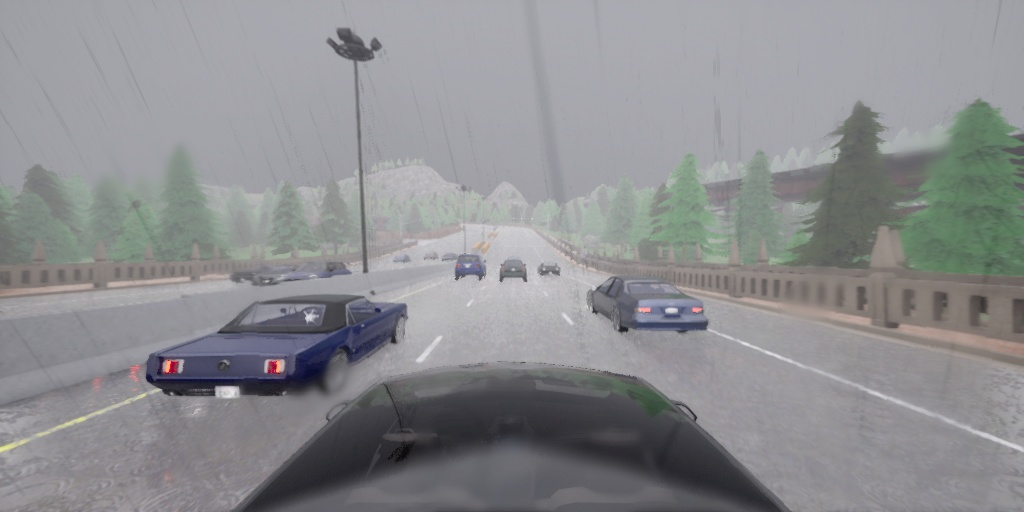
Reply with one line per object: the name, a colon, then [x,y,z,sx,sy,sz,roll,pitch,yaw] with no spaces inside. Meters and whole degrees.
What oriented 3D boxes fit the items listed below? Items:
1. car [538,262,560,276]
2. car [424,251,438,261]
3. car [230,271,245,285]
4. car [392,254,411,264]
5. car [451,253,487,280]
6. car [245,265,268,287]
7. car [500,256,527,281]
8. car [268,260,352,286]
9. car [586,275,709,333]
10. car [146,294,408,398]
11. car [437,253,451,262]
car: [3.599,1.262,35.683,1.895,1.301,4.718,0,0,0]
car: [-14.032,-0.065,62.440,1.812,1.442,4.674,0,5,1]
car: [-17.597,1.290,25.711,1.895,1.301,4.718,0,0,0]
car: [-17.529,0.401,57.199,1.812,1.442,4.674,0,5,1]
car: [-3.401,0.896,30.122,2.150,2.045,5.566,0,0,0]
car: [-14.097,1.261,22.590,1.994,1.385,4.181,0,0,0]
car: [0.099,1.032,29.238,2.097,1.767,4.553,0,0,0]
car: [-10.597,1.057,19.575,2.097,1.767,4.553,0,0,0]
car: [3.599,1.275,10.606,2.033,1.411,5.357,0,0,0]
car: [-3.400,1.340,6.525,1.895,1.301,4.718,0,0,0]
car: [-10.533,0.163,60.262,2.033,1.411,5.357,0,5,1]
